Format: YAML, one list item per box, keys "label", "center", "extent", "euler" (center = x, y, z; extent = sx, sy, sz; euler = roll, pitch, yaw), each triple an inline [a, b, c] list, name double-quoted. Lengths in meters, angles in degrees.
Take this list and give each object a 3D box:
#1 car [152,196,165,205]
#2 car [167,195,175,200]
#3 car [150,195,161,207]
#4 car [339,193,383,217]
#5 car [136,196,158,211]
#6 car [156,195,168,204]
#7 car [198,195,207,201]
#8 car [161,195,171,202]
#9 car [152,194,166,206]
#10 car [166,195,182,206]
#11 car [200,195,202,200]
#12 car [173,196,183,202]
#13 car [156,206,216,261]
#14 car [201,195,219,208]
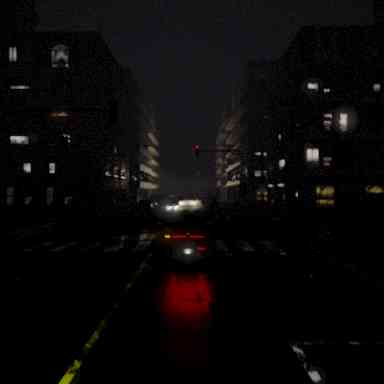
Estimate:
- label: "car"
  center: [-5.711, 1.506, 57.375]
  extent: [1.752, 1.417, 4.829]
  euler: [0, 0, 0]
- label: "car"
  center: [-5.722, 1.537, 91.639]
  extent: [2.008, 1.369, 4.403]
  euler: [0, 0, 0]
- label: "car"
  center: [-5.707, 1.507, 46.010]
  extent: [1.752, 1.417, 4.829]
  euler: [0, 0, 0]
- label: "car"
  center: [14.550, 0.994, 26.820]
  extent: [5.009, 1.841, 2.192]
  euler: [-1, 1, 0]
- label: "car"
  center: [-5.705, 1.549, 40.497]
  extent: [1.947, 1.339, 4.313]
  euler: [0, 0, 0]
- label: "car"
  center: [-5.712, 1.421, 63.228]
  extent: [1.967, 1.590, 4.097]
  euler: [0, 0, 0]
- label: "car"
  center: [2.660, 1.536, 85.962]
  extent: [2.008, 1.369, 4.403]
  euler: [0, 0, 0]
- label: "car"
  center: [-5.716, 1.422, 74.593]
  extent: [1.967, 1.590, 4.097]
  euler: [0, 0, 0]
- label: "car"
  center: [-5.709, 1.296, 51.863]
  extent: [2.192, 1.841, 5.009]
  euler: [0, 0, 0]
- label: "car"
  center: [-3.090, 1.472, 54.238]
  extent: [2.128, 1.511, 4.902]
  euler: [0, 0, 0]
- label: "car"
  center: [2.671, 1.421, 51.867]
  extent: [1.967, 1.590, 4.097]
  euler: [0, 0, 0]
- label: "car"
  center: [-3.024, 1.505, 70.637]
  extent: [1.895, 1.301, 4.718]
  euler: [0, 0, 0]
- label: "car"
  center: [-0.258, 1.493, 12.227]
  extent: [1.837, 1.490, 4.892]
  euler: [0, 0, -3]
- label: "car"
  center: [2.673, 1.422, 46.185]
  extent: [1.967, 1.590, 4.097]
  euler: [0, 0, 0]
